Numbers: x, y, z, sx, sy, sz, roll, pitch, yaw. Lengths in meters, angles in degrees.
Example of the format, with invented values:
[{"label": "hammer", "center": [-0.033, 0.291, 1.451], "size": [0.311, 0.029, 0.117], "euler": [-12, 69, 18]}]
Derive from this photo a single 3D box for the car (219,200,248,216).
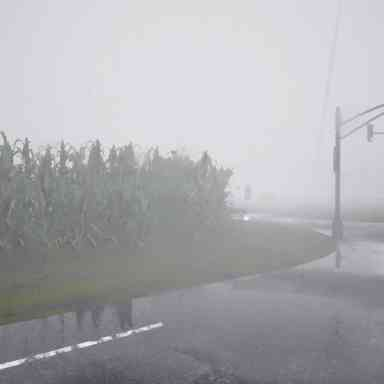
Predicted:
[{"label": "car", "center": [3.165, 1.499, 31.949], "size": [2.033, 1.411, 5.357], "euler": [1, 0, -26]}]
